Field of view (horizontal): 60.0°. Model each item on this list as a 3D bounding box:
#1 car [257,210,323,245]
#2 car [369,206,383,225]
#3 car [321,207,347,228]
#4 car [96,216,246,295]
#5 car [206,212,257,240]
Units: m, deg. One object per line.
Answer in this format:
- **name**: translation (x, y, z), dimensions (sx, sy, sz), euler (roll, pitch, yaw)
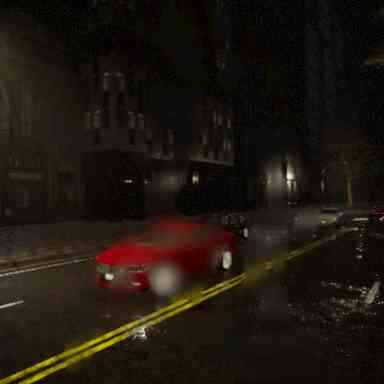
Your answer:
- **car**: translation (5.173, 1.876, 17.912), dimensions (2.033, 1.411, 5.357), euler (-2, -2, 35)
- **car**: translation (15.776, 1.866, 27.273), dimensions (2.128, 1.511, 4.902), euler (-2, -2, 35)
- **car**: translation (10.879, 1.949, 26.091), dimensions (1.812, 1.442, 4.674), euler (-2, -2, 35)
- **car**: translation (-0.485, 1.711, 9.734), dimensions (1.882, 1.535, 5.008), euler (-2, -2, 35)
- **car**: translation (1.518, 1.908, 18.177), dimensions (1.837, 1.490, 4.892), euler (-2, -2, 35)
